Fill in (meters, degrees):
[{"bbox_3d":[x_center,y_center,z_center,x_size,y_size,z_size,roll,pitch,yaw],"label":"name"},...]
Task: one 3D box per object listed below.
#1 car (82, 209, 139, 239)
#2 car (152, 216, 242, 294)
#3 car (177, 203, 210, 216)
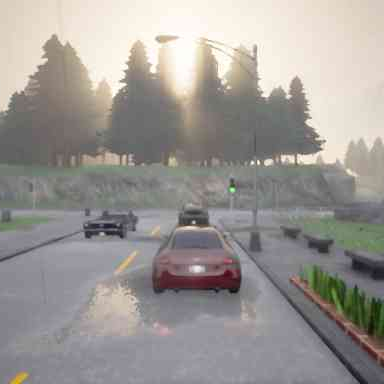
[{"bbox_3d":[-4.023,1.569,17.108,1.895,1.301,4.718,0,0,0],"label":"car"},{"bbox_3d":[0.100,1.546,8.778,1.994,1.385,4.181,0,0,0],"label":"car"},{"bbox_3d":[0.090,1.465,21.463,1.837,1.490,4.892,0,0,0],"label":"car"}]
